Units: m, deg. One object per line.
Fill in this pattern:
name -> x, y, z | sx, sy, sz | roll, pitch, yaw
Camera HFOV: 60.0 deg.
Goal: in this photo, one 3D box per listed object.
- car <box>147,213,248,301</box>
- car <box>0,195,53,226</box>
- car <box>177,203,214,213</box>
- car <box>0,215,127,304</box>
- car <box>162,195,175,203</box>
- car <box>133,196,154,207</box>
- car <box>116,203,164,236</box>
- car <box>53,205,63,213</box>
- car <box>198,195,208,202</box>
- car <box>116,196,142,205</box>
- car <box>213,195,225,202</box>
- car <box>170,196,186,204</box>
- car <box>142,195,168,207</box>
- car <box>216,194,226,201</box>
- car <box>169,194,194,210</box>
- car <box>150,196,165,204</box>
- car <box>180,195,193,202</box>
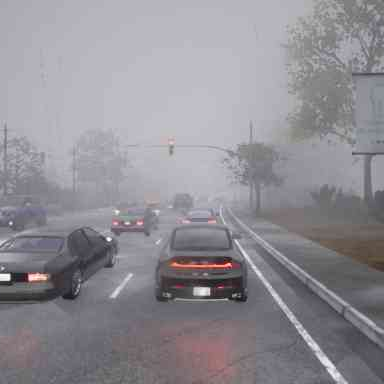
car -> 0.214, 1.505, 8.283 | 1.837, 1.490, 4.892 | 0, 0, 1
car -> -10.689, 1.220, 20.162 | 2.150, 2.045, 5.566 | 0, 0, -3
car -> 0.458, 1.525, 17.530 | 1.812, 1.442, 4.674 | 0, 0, 4
car -> -3.298, 1.547, 8.365 | 2.033, 1.411, 5.357 | 0, 0, 1
car -> -5.060, 1.497, 73.368 | 1.837, 1.490, 4.892 | 0, 0, 8
car -> -7.679, 1.489, 53.280 | 2.128, 1.511, 4.902 | 0, 0, 6
car -> -3.015, 1.547, 18.432 | 2.033, 1.411, 5.357 | 0, 0, 2
car -> -15.791, 1.599, 34.049 | 4.718, 1.301, 1.895 | 0, 0, 3
car -> 2.561, 1.497, 76.863 | 1.837, 1.490, 4.892 | 0, 0, 9
car -> -8.557, 1.350, 44.333 | 2.097, 1.767, 4.553 | 0, 0, 5
car -> 5.848, 1.516, 75.268 | 1.812, 1.442, 4.674 | 0, 0, 9
car -> -2.704, 1.489, 65.114 | 2.128, 1.511, 4.902 | 0, 0, 8
car -> -4.959, 1.476, 45.322 | 1.882, 1.535, 5.008 | 0, 0, 5
car -> 7.525, 1.390, 85.393 | 2.128, 1.511, 4.902 | 0, 0, 10
car -> -1.079, 1.220, 41.851 | 2.150, 2.045, 5.566 | 1, 0, 5
car -> -6.493, 1.523, 63.159 | 1.812, 1.442, 4.674 | 0, 0, 8
car -> -1.236, 1.521, 75.280 | 2.128, 1.511, 4.902 | 0, 0, 9
